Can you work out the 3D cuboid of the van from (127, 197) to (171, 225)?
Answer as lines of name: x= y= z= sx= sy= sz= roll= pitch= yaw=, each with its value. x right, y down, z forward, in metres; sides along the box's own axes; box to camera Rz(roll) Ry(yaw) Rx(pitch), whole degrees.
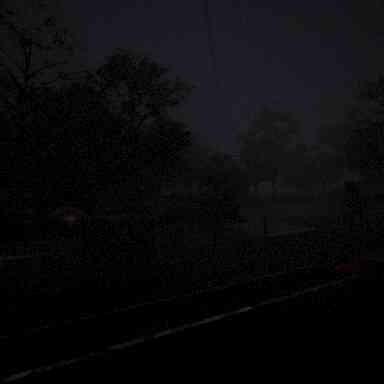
van: x=-3.222 y=1.385 z=24.290 sx=1.878 sy=1.987 sz=4.442 roll=0 pitch=0 yaw=-35

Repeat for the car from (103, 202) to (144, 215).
car: x=-5.565 y=1.633 z=22.798 sx=2.163 sy=1.488 sz=4.792 roll=0 pitch=0 yaw=-36

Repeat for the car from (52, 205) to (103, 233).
car: x=-7.700 y=1.592 z=21.009 sx=1.946 sy=1.575 sz=5.366 roll=0 pitch=0 yaw=-35

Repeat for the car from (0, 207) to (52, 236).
car: x=-10.083 y=1.617 z=19.572 sx=2.163 sy=1.488 sz=4.792 roll=0 pitch=0 yaw=-36
